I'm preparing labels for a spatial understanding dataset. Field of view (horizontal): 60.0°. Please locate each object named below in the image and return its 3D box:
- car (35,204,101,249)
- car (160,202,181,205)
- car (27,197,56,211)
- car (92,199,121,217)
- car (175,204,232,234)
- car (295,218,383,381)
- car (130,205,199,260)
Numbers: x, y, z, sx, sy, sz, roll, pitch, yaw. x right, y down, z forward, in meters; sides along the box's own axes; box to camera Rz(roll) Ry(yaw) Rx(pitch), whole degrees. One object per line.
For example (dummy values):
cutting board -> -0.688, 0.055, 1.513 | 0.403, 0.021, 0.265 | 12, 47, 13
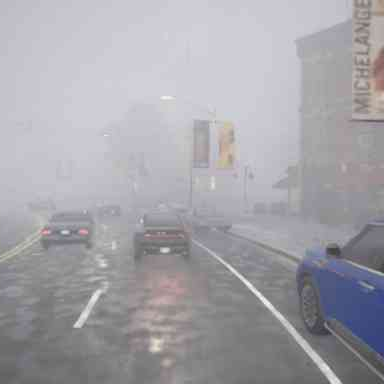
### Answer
car -> -5.096, 1.450, 14.104 | 2.033, 1.411, 5.357 | 1, 0, -15
car -> -1.567, 1.440, 23.915 | 2.002, 1.452, 4.674 | 1, 0, -24
car -> -15.179, 1.222, 33.495 | 2.128, 1.511, 4.902 | 1, 0, -39
car -> -7.439, 1.363, 28.497 | 1.812, 1.442, 4.674 | 1, 0, -30
car -> 0.550, 1.554, 18.591 | 1.895, 1.301, 4.718 | 1, 0, -14
car -> 2.964, 1.245, 3.601 | 2.150, 2.045, 5.566 | 1, 0, -1
car -> -1.239, 1.459, 12.281 | 1.837, 1.490, 4.892 | 1, 0, -11
